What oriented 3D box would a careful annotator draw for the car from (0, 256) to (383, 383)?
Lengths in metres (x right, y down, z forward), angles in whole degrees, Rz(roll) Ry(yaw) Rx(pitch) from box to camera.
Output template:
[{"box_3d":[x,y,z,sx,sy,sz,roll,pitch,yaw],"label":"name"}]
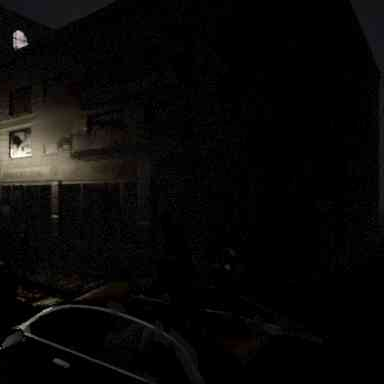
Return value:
[{"box_3d":[-0.557,1.546,3.275,4.403,1.369,2.008,0,0,36],"label":"car"}]
